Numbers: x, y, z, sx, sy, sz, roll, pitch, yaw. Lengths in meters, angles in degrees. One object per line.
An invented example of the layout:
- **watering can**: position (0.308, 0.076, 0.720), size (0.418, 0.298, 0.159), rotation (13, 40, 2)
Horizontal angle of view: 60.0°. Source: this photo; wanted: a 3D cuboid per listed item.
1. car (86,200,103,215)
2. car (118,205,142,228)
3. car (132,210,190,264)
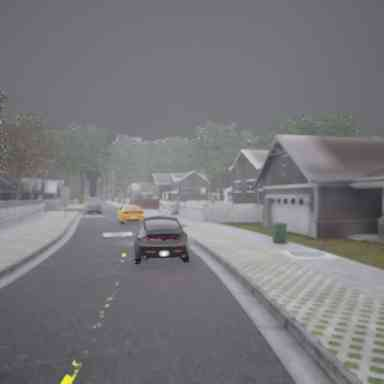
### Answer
- **car**: position (-12.194, 2.093, 41.778), size (2.033, 1.411, 5.357), rotation (0, -1, -16)
- **car**: position (-5.266, 1.835, 28.462), size (1.882, 1.535, 5.008), rotation (0, 0, -16)
- **car**: position (-1.242, 1.662, 12.626), size (1.837, 1.490, 4.892), rotation (0, 0, -9)
